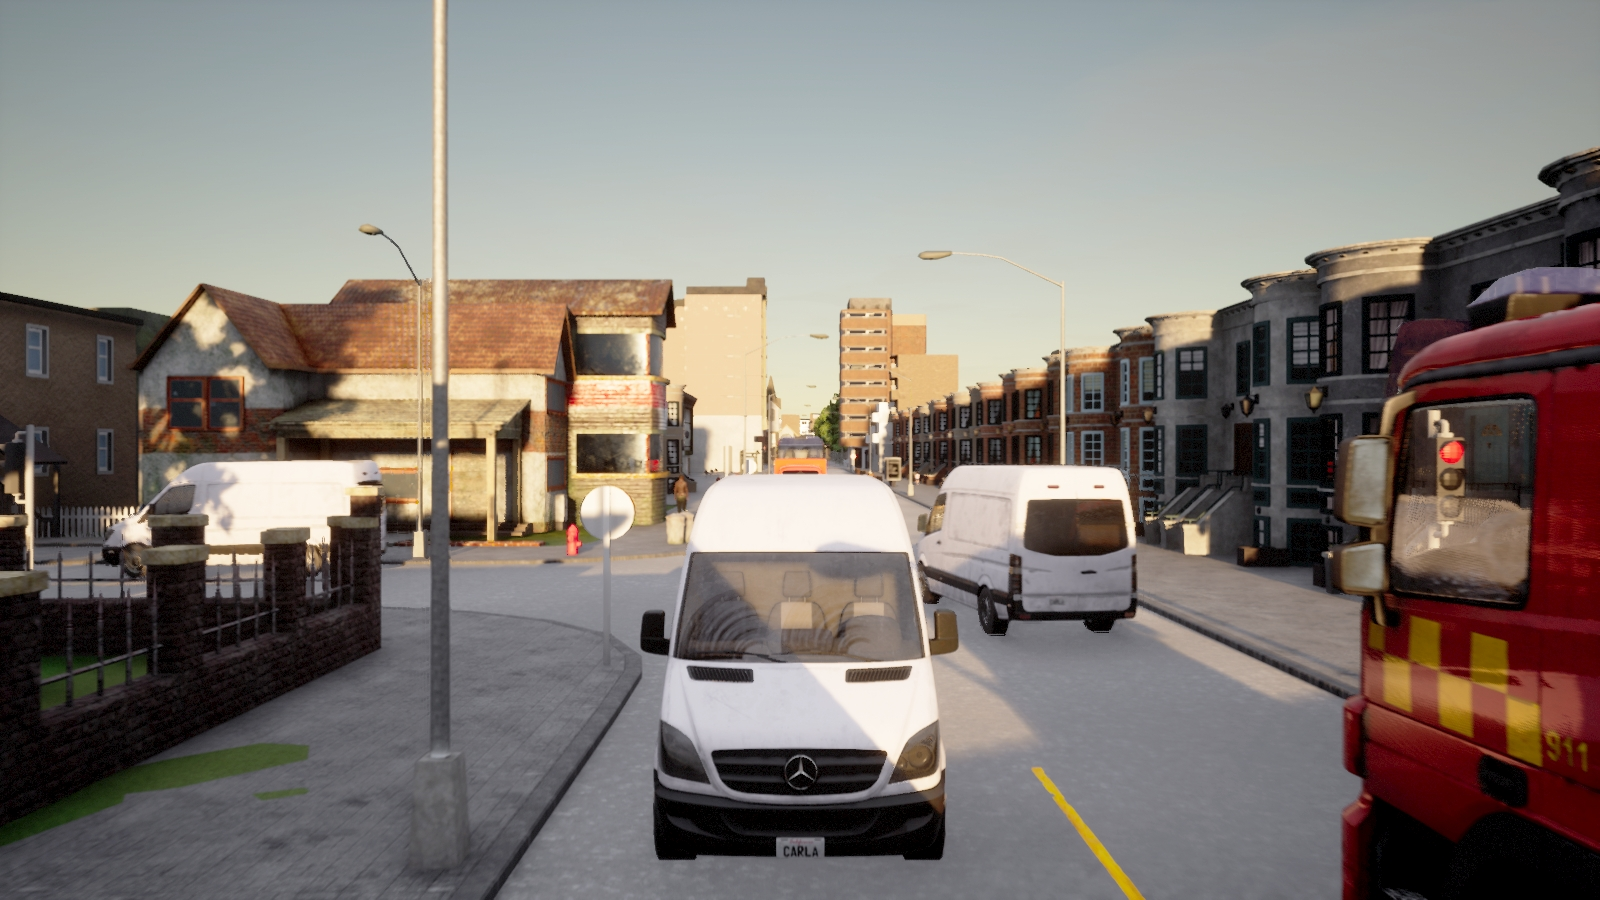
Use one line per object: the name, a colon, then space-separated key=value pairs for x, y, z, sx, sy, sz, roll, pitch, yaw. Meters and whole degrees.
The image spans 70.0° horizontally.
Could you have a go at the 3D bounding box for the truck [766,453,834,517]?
truck: x=0.015 y=1.348 z=46.771 sx=2.627 sy=2.467 sz=5.204 roll=0 pitch=0 yaw=0

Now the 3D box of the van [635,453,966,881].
van: x=0.002 y=1.314 z=9.838 sx=1.988 sy=2.561 sz=5.915 roll=0 pitch=0 yaw=0

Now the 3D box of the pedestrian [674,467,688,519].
pedestrian: x=-4.273 y=1.526 z=41.059 sx=0.375 sy=1.860 sz=0.375 roll=0 pitch=0 yaw=15

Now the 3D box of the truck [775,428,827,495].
truck: x=0.037 y=0.668 z=68.755 sx=2.891 sy=3.827 sz=8.468 roll=0 pitch=0 yaw=0

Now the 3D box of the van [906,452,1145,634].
van: x=3.494 y=1.314 z=19.177 sx=1.988 sy=2.561 sz=5.915 roll=0 pitch=0 yaw=-9

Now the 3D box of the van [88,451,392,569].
van: x=-12.578 y=1.314 z=25.912 sx=5.915 sy=2.561 sz=1.988 roll=0 pitch=0 yaw=0
